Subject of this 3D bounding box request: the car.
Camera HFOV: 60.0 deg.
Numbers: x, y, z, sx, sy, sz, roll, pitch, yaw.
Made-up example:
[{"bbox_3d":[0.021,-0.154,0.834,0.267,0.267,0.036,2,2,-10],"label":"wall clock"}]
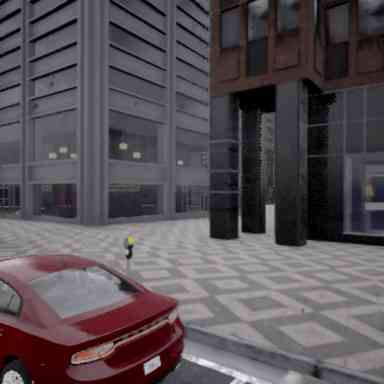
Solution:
[{"bbox_3d":[-2.203,1.540,4.531,4.507,1.381,1.887,0,0,36],"label":"car"}]
